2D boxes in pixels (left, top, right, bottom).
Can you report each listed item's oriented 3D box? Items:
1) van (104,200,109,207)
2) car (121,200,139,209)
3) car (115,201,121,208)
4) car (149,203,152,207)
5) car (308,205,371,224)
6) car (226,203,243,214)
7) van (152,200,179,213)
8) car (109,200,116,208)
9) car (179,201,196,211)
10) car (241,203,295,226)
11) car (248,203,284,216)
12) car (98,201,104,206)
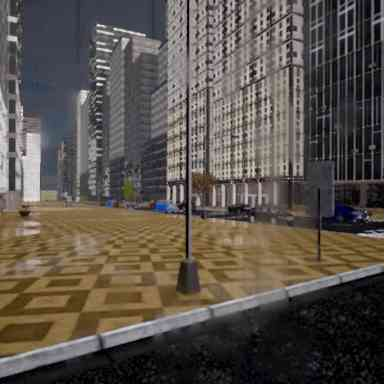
[{"bbox_3d":[-18.375,2.632,76.593,1.690,1.788,3.998,-1,-1,-26],"label":"van"},{"bbox_3d":[-11.024,2.523,61.402,2.008,1.369,4.403,-1,-1,-26],"label":"car"},{"bbox_3d":[-13.400,2.600,66.313,1.752,1.417,4.829,-1,-1,-26],"label":"car"},{"bbox_3d":[-8.378,2.806,75.177,1.802,1.307,4.206,-1,-1,-26],"label":"car"},{"bbox_3d":[11.822,1.795,27.526,1.812,1.442,4.674,0,-1,-26],"label":"car"},{"bbox_3d":[6.317,2.166,44.799,1.947,1.339,4.313,-1,-1,-26],"label":"car"},{"bbox_3d":[-3.681,2.003,46.216,1.690,1.788,3.998,-1,-1,-26],"label":"van"},{"bbox_3d":[-15.923,2.729,71.528,1.887,1.381,4.507,-1,-1,-26],"label":"car"},{"bbox_3d":[-0.961,2.298,53.801,1.837,1.490,4.892,0,-1,-25],"label":"car"},{"bbox_3d":[6.121,1.812,25.961,2.008,1.369,4.403,-1,-1,-26],"label":"car"},{"bbox_3d":[8.766,2.066,39.736,1.947,1.339,4.313,-1,-1,-26],"label":"car"},{"bbox_3d":[-23.270,3.051,86.716,1.887,1.381,4.507,-1,-1,-26],"label":"car"}]
